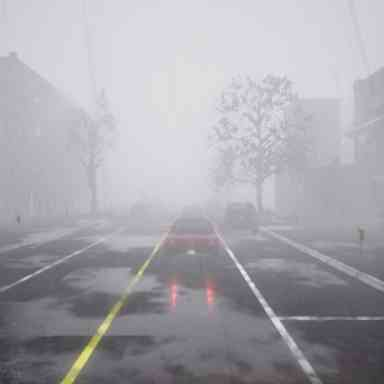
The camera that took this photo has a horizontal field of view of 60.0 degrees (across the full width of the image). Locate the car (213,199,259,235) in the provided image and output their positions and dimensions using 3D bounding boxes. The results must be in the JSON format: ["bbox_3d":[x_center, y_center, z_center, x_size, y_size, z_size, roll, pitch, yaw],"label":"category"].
[{"bbox_3d":[2.684,1.518,20.076,2.192,1.841,5.009,-1,-1,0],"label":"car"}]

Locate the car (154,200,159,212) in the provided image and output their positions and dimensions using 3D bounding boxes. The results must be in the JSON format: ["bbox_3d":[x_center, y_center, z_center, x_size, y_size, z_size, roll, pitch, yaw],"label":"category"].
[{"bbox_3d":[-5.698,1.970,42.248,1.887,1.381,4.507,0,-1,0],"label":"car"}]

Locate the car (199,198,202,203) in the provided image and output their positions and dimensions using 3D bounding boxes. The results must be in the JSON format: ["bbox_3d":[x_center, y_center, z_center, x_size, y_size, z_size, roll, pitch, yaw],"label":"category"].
[{"bbox_3d":[2.677,2.442,91.568,1.752,1.417,4.829,-1,-1,0],"label":"car"}]

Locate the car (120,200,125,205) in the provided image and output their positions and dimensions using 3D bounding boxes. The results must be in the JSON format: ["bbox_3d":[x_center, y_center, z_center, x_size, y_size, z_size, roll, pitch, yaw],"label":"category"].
[{"bbox_3d":[-18.205,2.521,79.194,4.313,1.339,1.947,-1,1,-1],"label":"car"}]

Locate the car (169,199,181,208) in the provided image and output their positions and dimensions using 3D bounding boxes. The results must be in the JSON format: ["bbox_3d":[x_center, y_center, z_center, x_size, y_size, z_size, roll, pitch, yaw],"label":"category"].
[{"bbox_3d":[-3.029,2.139,61.157,1.812,1.442,4.674,0,-1,0],"label":"car"}]

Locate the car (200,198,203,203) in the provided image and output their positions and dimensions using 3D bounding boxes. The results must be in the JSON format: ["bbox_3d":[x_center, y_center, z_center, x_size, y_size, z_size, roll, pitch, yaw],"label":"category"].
[{"bbox_3d":[2.682,2.102,53.337,1.947,1.339,4.313,-1,-1,0],"label":"car"}]

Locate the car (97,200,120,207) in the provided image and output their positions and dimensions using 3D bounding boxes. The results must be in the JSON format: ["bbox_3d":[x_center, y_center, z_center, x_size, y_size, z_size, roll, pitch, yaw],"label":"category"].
[{"bbox_3d":[-18.087,2.385,70.846,4.097,1.590,1.967,-1,1,-1],"label":"car"}]

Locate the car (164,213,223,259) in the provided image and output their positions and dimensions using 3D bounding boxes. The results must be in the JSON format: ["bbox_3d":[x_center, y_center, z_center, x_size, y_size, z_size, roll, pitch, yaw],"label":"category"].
[{"bbox_3d":[0.016,1.735,13.238,1.895,1.301,4.718,0,-1,0],"label":"car"}]

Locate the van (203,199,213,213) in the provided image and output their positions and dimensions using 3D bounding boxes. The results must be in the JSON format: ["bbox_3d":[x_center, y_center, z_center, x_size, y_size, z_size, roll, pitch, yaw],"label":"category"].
[{"bbox_3d":[2.682,1.767,42.252,1.690,1.788,3.998,-1,-1,0],"label":"van"}]

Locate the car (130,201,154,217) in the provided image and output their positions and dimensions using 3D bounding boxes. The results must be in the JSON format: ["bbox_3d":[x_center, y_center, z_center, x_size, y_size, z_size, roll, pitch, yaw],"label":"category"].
[{"bbox_3d":[-5.696,1.914,36.704,1.887,1.381,4.507,0,-1,0],"label":"car"}]

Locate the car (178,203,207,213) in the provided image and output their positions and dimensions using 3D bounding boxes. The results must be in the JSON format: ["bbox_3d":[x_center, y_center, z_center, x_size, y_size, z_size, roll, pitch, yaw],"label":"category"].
[{"bbox_3d":[0.014,1.886,28.238,1.895,1.301,4.718,0,-1,0],"label":"car"}]

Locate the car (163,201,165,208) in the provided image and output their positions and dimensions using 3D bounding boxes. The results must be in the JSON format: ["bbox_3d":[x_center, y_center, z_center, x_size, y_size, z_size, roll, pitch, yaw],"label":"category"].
[{"bbox_3d":[-5.699,2.059,53.166,1.752,1.417,4.829,0,-1,0],"label":"car"}]

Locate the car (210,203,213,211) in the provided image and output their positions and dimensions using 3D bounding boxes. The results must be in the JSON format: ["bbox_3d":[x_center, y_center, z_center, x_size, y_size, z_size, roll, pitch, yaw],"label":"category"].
[{"bbox_3d":[2.685,1.810,25.618,2.008,1.369,4.403,-1,-1,0],"label":"car"}]

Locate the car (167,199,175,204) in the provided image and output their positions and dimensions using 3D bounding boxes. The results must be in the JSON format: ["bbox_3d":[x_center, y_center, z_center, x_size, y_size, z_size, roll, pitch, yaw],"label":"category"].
[{"bbox_3d":[-5.703,2.497,91.397,1.802,1.307,4.206,0,-1,0],"label":"car"}]

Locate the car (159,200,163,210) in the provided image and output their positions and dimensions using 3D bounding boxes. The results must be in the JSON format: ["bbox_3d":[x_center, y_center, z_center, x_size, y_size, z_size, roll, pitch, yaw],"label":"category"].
[{"bbox_3d":[-5.698,2.025,47.792,1.887,1.381,4.507,0,-1,0],"label":"car"}]
